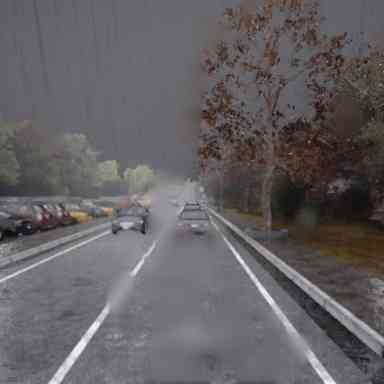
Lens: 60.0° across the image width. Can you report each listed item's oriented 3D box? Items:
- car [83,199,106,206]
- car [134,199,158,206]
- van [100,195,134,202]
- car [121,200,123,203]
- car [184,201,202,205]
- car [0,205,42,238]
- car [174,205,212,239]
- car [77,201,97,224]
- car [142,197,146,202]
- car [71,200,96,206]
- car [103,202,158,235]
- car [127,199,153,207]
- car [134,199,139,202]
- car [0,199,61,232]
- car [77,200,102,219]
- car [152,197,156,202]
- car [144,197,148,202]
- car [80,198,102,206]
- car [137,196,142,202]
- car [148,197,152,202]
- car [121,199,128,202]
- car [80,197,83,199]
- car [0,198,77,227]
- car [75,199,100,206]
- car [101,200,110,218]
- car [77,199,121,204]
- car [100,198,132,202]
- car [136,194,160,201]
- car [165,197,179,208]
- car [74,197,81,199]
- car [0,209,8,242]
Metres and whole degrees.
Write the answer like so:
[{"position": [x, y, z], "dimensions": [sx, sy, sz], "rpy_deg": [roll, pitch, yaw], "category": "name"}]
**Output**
[{"position": [-23.323, 2.491, 79.689], "dimensions": [5.008, 1.535, 2.097], "rpy_deg": [0, -1, 0], "category": "car"}, {"position": [-10.258, 2.382, 74.255], "dimensions": [5.008, 1.535, 2.097], "rpy_deg": [0, -1, 0], "category": "car"}, {"position": [-10.396, 1.626, 43.735], "dimensions": [4.442, 1.987, 1.878], "rpy_deg": [0, -1, 0], "category": "van"}, {"position": [-10.258, 1.786, 35.404], "dimensions": [4.792, 1.488, 2.163], "rpy_deg": [0, -1, 0], "category": "car"}, {"position": [0.071, 1.784, 38.294], "dimensions": [2.128, 1.511, 4.902], "rpy_deg": [0, -1, 0], "category": "car"}, {"position": [-10.298, 1.535, 15.972], "dimensions": [5.008, 1.535, 2.097], "rpy_deg": [0, -1, 0], "category": "car"}, {"position": [0.093, 1.618, 17.759], "dimensions": [2.033, 1.411, 5.357], "rpy_deg": [0, 0, 0], "category": "car"}, {"position": [-10.111, 1.627, 24.300], "dimensions": [5.366, 1.575, 1.946], "rpy_deg": [0, -1, 0], "category": "car"}, {"position": [-10.266, 1.957, 52.061], "dimensions": [4.892, 1.521, 2.231], "rpy_deg": [0, -1, 0], "category": "car"}, {"position": [-23.332, 2.367, 71.502], "dimensions": [4.674, 1.452, 2.002], "rpy_deg": [0, -1, 0], "category": "car"}, {"position": [-3.356, 1.574, 19.438], "dimensions": [2.128, 1.511, 4.902], "rpy_deg": [0, 0, 0], "category": "car"}, {"position": [-10.267, 2.216, 65.928], "dimensions": [4.892, 1.521, 2.231], "rpy_deg": [0, -1, 0], "category": "car"}, {"position": [-10.307, 1.913, 46.508], "dimensions": [4.792, 1.488, 2.163], "rpy_deg": [0, -1, 0], "category": "car"}, {"position": [-10.270, 1.441, 18.750], "dimensions": [4.553, 1.767, 2.185], "rpy_deg": [0, -1, 0], "category": "car"}, {"position": [-10.288, 1.663, 27.076], "dimensions": [4.892, 1.521, 2.231], "rpy_deg": [0, -1, 0], "category": "car"}, {"position": [-10.077, 2.156, 63.152], "dimensions": [5.366, 1.575, 1.946], "rpy_deg": [0, -1, 0], "category": "car"}, {"position": [-10.455, 1.996, 54.828], "dimensions": [5.366, 1.575, 1.946], "rpy_deg": [0, -1, 0], "category": "car"}, {"position": [-23.362, 2.310, 76.920], "dimensions": [4.553, 1.767, 2.185], "rpy_deg": [0, -1, 0], "category": "car"}, {"position": [-10.306, 1.792, 49.283], "dimensions": [4.553, 1.767, 2.185], "rpy_deg": [0, -1, 0], "category": "car"}, {"position": [-10.082, 2.044, 57.480], "dimensions": [5.366, 1.575, 1.946], "rpy_deg": [0, -1, 0], "category": "car"}, {"position": [-10.255, 1.818, 38.180], "dimensions": [4.792, 1.488, 2.163], "rpy_deg": [0, -1, 0], "category": "car"}, {"position": [-23.371, 1.908, 63.200], "dimensions": [5.566, 2.045, 2.435], "rpy_deg": [0, -1, 0], "category": "car"}, {"position": [-10.268, 1.472, 21.525], "dimensions": [4.553, 1.767, 2.185], "rpy_deg": [0, -1, 0], "category": "car"}, {"position": [-23.304, 2.412, 74.272], "dimensions": [4.792, 1.488, 2.163], "rpy_deg": [0, -1, 0], "category": "car"}, {"position": [-10.298, 1.694, 29.852], "dimensions": [4.892, 1.521, 2.231], "rpy_deg": [0, -1, 0], "category": "car"}, {"position": [-10.104, 1.722, 32.628], "dimensions": [5.366, 1.575, 1.946], "rpy_deg": [0, -1, 0], "category": "car"}, {"position": [-10.253, 1.850, 40.956], "dimensions": [4.792, 1.488, 2.163], "rpy_deg": [0, -1, 0], "category": "car"}, {"position": [-10.284, 2.075, 71.484], "dimensions": [5.566, 2.045, 2.435], "rpy_deg": [0, -1, 0], "category": "car"}, {"position": [-3.393, 2.110, 59.874], "dimensions": [1.812, 1.442, 4.674], "rpy_deg": [0, -1, 0], "category": "car"}, {"position": [-23.317, 2.133, 60.426], "dimensions": [4.792, 1.488, 2.163], "rpy_deg": [0, -1, 0], "category": "car"}, {"position": [-10.309, 1.543, 13.196], "dimensions": [4.674, 1.452, 2.002], "rpy_deg": [0, -1, 0], "category": "car"}]
